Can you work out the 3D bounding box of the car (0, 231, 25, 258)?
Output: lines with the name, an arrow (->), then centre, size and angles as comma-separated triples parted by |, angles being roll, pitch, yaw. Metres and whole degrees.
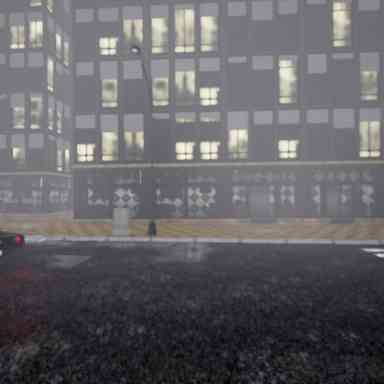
car -> -7.952, 1.555, 10.793 | 4.718, 1.301, 1.895 | 0, 0, 20
